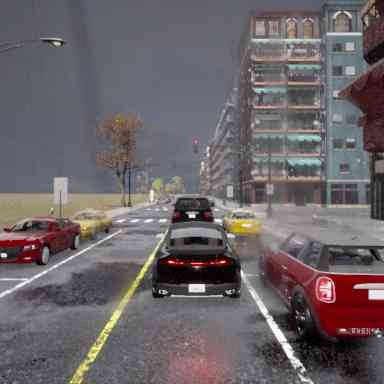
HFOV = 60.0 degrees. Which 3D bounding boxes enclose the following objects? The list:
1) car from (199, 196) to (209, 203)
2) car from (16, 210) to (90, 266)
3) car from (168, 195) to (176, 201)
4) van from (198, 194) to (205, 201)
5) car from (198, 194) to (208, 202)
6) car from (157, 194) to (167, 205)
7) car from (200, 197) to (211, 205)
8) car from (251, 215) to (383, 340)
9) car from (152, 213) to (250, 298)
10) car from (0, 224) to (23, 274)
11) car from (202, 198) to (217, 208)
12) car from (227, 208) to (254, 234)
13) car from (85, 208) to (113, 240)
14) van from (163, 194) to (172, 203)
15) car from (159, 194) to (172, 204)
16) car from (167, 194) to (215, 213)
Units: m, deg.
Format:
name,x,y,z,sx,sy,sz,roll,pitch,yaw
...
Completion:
name,x,y,z,sx,sy,sz,roll,pitch,yaw
car,2.522,1.587,72.780,1.947,1.339,4.313,1,0,0
car,-5.315,1.548,11.653,1.887,1.381,4.507,1,0,0
car,-5.370,1.609,89.246,1.802,1.307,4.206,1,0,0
van,2.513,1.368,89.763,1.690,1.788,3.998,1,0,0
car,2.521,1.338,78.441,2.192,1.841,5.009,1,0,0
car,-5.348,1.457,60.975,1.967,1.590,4.097,1,0,0
car,2.530,1.599,61.458,1.802,1.307,4.206,1,0,0
car,2.571,1.442,6.532,1.967,1.590,4.097,1,0,0
car,0.093,1.507,8.491,1.837,1.490,4.892,0,0,0
car,-5.311,1.552,6.116,2.008,1.369,4.403,1,0,0
car,2.538,1.565,50.136,2.008,1.369,4.403,1,0,0
car,2.562,1.530,17.791,1.752,1.417,4.829,1,0,0
car,-5.318,1.529,17.019,1.752,1.417,4.829,1,0,0
van,-5.355,1.362,72.284,1.690,1.788,3.998,1,0,0
car,-5.351,1.334,66.630,2.192,1.841,5.009,1,0,0
car,0.068,1.226,18.345,2.150,2.045,5.566,0,0,1
